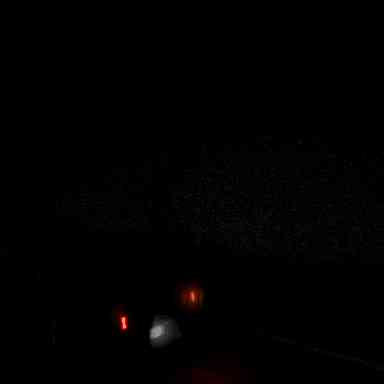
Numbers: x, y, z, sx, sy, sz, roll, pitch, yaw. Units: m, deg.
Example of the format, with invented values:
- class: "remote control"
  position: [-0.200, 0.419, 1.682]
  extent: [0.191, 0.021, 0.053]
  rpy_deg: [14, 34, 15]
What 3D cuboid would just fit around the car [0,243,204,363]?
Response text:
- class: "car"
  position: [-2.174, 1.603, 5.930]
  extent: [4.718, 1.301, 1.895]
  rpy_deg: [0, 0, 40]
